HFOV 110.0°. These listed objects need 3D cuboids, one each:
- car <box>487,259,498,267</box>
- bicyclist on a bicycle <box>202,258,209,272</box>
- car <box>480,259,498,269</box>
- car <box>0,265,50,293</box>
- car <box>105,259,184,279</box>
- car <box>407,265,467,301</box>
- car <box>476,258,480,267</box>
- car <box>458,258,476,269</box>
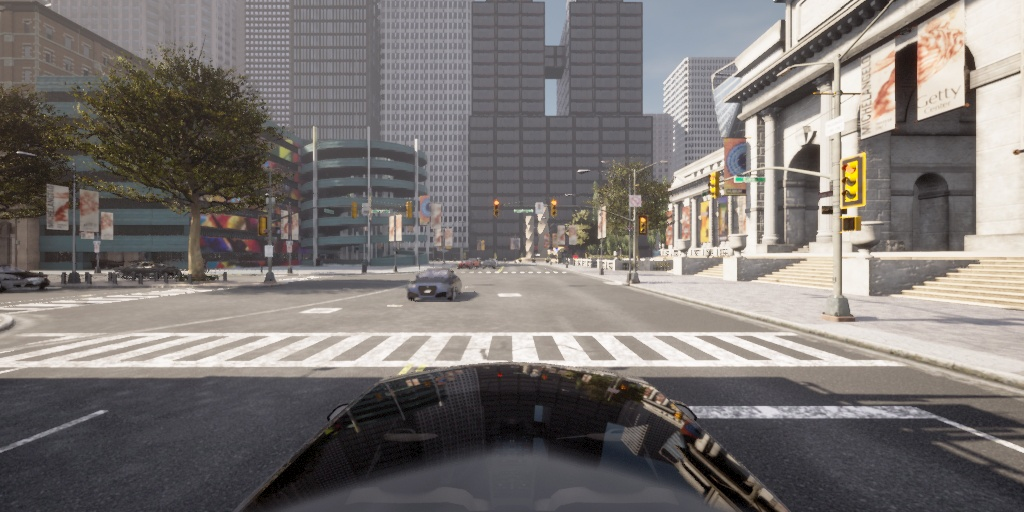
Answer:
[{"bbox_3d":[-3.486,1.267,64.875,1.812,1.442,4.674,0,0,0],"label":"car"},{"bbox_3d":[-34.156,1.045,39.617,0.582,1.620,1.656,0,0,0],"label":"bicyclist on a bicycle"},{"bbox_3d":[-3.497,1.247,55.674,1.837,1.490,4.892,0,0,0],"label":"car"},{"bbox_3d":[-29.161,1.239,20.149,4.902,1.511,2.128,0,0,0],"label":"car"},{"bbox_3d":[-32.461,1.251,31.834,4.892,1.490,1.837,0,0,0],"label":"car"},{"bbox_3d":[-3.570,1.312,17.164,1.994,1.385,4.181,0,0,0],"label":"car"},{"bbox_3d":[-6.988,1.093,63.147,2.097,1.767,4.553,0,0,0],"label":"car"},{"bbox_3d":[-6.996,1.343,54.352,1.895,1.301,4.718,0,0,0],"label":"car"}]
